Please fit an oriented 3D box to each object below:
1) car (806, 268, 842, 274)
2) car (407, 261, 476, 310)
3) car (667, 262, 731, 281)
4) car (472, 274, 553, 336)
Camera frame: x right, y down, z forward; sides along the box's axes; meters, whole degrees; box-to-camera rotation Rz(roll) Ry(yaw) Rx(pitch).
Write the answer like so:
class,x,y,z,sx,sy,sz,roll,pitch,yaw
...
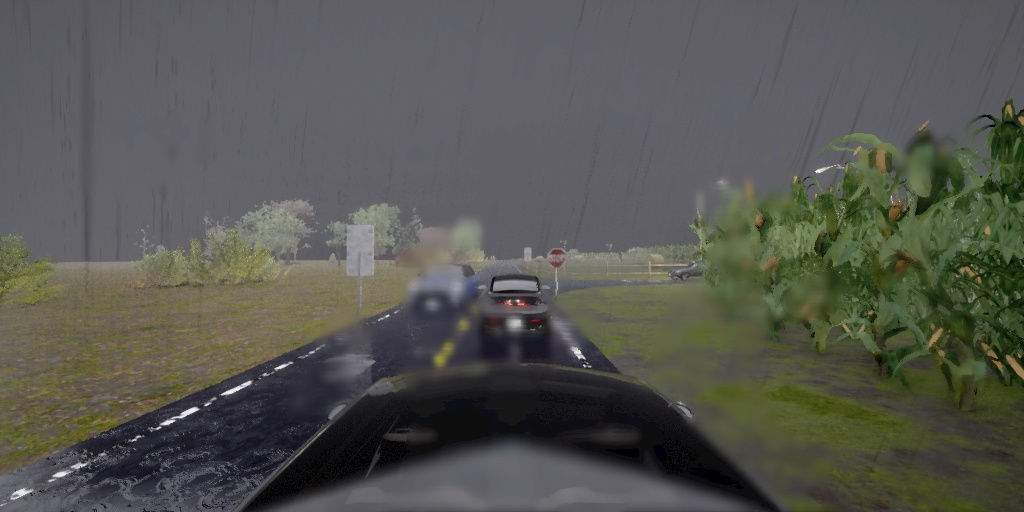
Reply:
class,x,y,z,sx,sy,sz,roll,pitch,yaw
car,25.645,1.012,27.838,4.902,1.511,2.128,-1,-1,-1
car,-2.600,1.105,14.674,2.097,1.767,4.553,0,0,4
car,14.472,1.158,27.645,4.674,1.442,1.812,-1,-1,-1
car,0.083,1.259,10.370,1.837,1.490,4.892,0,0,0
